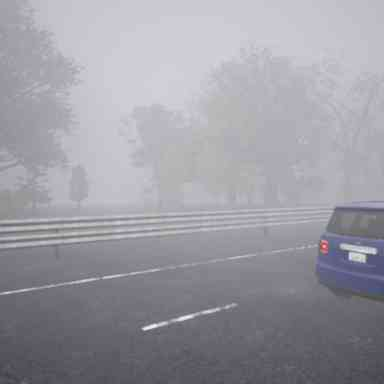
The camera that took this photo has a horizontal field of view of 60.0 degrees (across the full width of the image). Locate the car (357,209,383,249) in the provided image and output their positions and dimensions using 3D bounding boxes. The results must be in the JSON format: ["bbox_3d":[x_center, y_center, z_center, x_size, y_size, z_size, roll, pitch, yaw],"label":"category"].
[{"bbox_3d":[9.427,1.501,14.533,4.892,1.490,1.837,0,0,-34],"label":"car"}]

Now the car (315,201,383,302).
[{"bbox_3d":[5.050,1.219,7.272,5.566,2.045,2.150,0,0,-35],"label":"car"}]
